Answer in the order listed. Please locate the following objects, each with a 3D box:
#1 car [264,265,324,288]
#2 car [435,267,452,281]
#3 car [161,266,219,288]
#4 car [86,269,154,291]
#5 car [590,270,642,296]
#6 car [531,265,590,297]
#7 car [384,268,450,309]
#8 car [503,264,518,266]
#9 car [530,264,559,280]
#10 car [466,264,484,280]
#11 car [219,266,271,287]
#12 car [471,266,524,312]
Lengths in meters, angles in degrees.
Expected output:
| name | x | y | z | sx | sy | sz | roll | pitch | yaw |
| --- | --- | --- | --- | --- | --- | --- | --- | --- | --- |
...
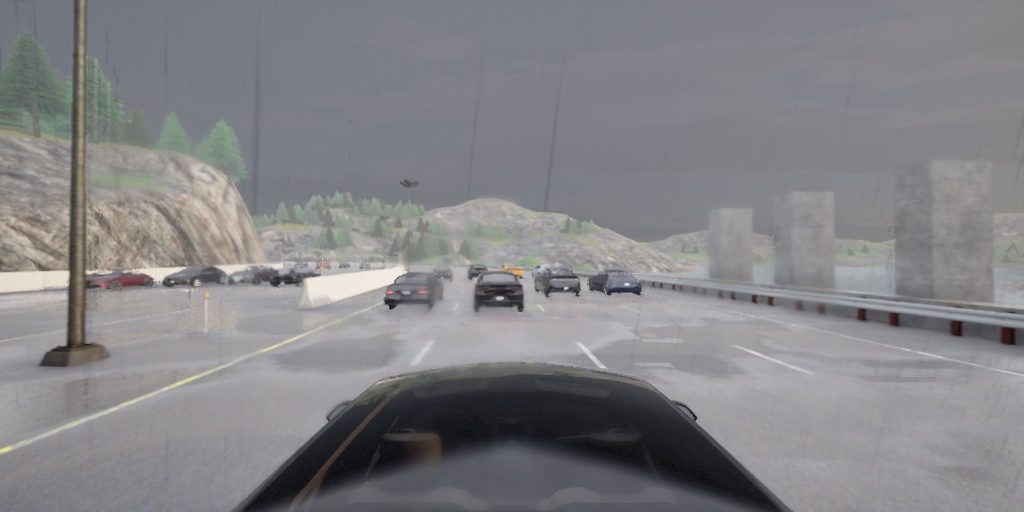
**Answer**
| name | x | y | z | sx | sy | sz | roll | pitch | yaw |
| --- | --- | --- | --- | --- | --- | --- | --- | --- | --- |
| car | -16.270 | 1.615 | 27.072 | 1.895 | 1.301 | 4.718 | 0 | -1 | -9 |
| car | -6.704 | 1.677 | 34.412 | 1.895 | 1.301 | 4.718 | 0 | -1 | -11 |
| car | -23.292 | 1.521 | 26.574 | 1.837 | 1.490 | 4.892 | 0 | -1 | -9 |
| car | -26.427 | 1.557 | 23.881 | 1.994 | 1.385 | 4.181 | 0 | -1 | -9 |
| car | 5.871 | 1.496 | 20.986 | 1.994 | 1.385 | 4.181 | 0 | -1 | -6 |
| car | 2.438 | 1.420 | 20.174 | 2.128 | 1.511 | 4.902 | 0 | 0 | -6 |
| car | -4.128 | 1.439 | 15.798 | 2.033 | 1.411 | 5.357 | 0 | -1 | -5 |
| car | -0.230 | 1.579 | 37.699 | 1.882 | 1.535 | 5.008 | 0 | 0 | -11 |
| car | 3.348 | 1.622 | 37.513 | 1.812 | 1.442 | 4.674 | 0 | 0 | -11 |
| car | -3.542 | 1.597 | 36.389 | 1.837 | 1.490 | 4.892 | 0 | -1 | -11 |
| car | -19.978 | 1.518 | 27.989 | 2.128 | 1.511 | 4.902 | 0 | -1 | -10 |
| car | -0.612 | 1.360 | 15.158 | 1.882 | 1.535 | 5.008 | 0 | 0 | -4 |
